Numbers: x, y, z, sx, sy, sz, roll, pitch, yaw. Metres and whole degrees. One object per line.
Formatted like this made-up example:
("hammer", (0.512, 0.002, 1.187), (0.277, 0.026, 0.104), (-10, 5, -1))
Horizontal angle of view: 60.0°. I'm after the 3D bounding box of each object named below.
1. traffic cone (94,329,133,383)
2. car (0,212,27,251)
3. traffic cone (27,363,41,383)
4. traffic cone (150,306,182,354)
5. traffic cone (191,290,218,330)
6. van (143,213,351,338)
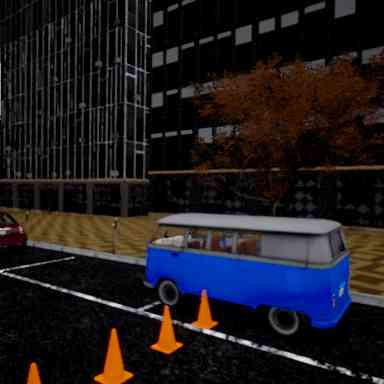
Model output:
("traffic cone", (-0.953, 1.962, 4.040), (0.340, 0.580, 0.340), (0, 0, 36))
("car", (-8.284, 1.470, 12.913), (4.097, 1.590, 1.967), (0, 1, 36))
("traffic cone", (-1.535, 1.961, 3.227), (0.340, 0.580, 0.340), (0, 0, 36))
("traffic cone", (-0.372, 1.962, 4.853), (0.340, 0.580, 0.340), (0, 0, 36))
("traffic cone", (0.211, 1.962, 5.666), (0.340, 0.580, 0.340), (0, 0, 36))
("van", (0.864, 1.348, 6.366), (3.998, 1.788, 1.690), (0, 1, 36))
